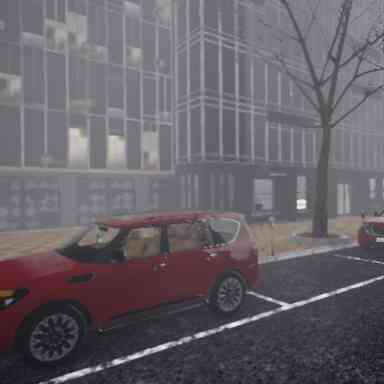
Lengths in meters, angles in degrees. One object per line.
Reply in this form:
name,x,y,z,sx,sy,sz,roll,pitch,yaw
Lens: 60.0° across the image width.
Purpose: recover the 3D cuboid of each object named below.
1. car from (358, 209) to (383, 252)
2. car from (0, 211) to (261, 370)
car,8.312,1.261,12.501,5.009,1.841,2.192,0,0,-36
car,-0.964,1.306,5.881,5.009,1.841,2.192,0,0,-36
